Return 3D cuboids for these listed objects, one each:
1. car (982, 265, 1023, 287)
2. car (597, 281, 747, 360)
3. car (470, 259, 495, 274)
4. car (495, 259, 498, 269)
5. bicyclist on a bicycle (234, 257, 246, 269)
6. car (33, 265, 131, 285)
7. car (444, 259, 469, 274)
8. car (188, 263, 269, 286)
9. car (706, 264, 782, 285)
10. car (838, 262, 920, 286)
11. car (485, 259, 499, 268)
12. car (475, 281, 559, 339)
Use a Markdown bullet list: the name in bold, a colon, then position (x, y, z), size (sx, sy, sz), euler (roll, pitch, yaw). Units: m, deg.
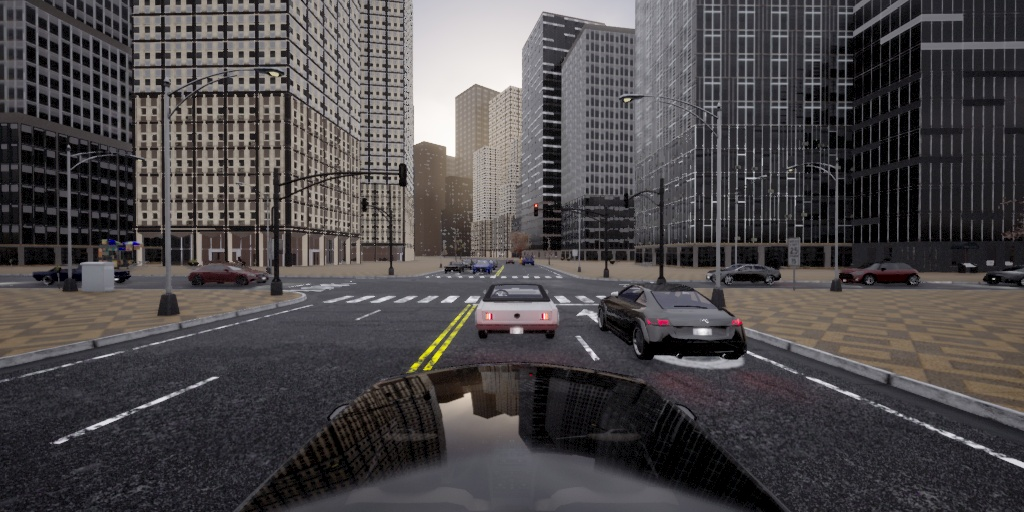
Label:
- **car**: position (37.101, 1.407, 25.749), size (4.892, 1.490, 1.837), euler (0, 0, 1)
- **car**: position (3.364, 1.312, 8.361), size (1.994, 1.385, 4.181), euler (0, 0, 0)
- **car**: position (-3.296, 1.199, 40.688), size (1.882, 1.535, 5.008), euler (0, 0, 0)
- **car**: position (-3.282, 1.230, 50.032), size (1.812, 1.442, 4.674), euler (0, 0, 0)
- **bicyclist on a bicycle**: position (-24.665, 0.872, 32.554), size (0.582, 1.620, 1.656), euler (0, 1, 1)
- **car**: position (-28.517, 1.227, 23.924), size (4.718, 1.301, 1.895), euler (0, 0, 1)
- **car**: position (-6.547, 1.321, 41.361), size (1.895, 1.301, 4.718), euler (0, 0, 0)
- **car**: position (-18.671, 1.198, 23.666), size (4.674, 1.442, 1.812), euler (0, 1, 1)
- **car**: position (16.849, 1.302, 26.211), size (4.902, 1.511, 2.128), euler (0, 0, 1)
- **car**: position (26.375, 1.205, 25.994), size (4.553, 1.767, 2.097), euler (0, 0, 1)
- **car**: position (-3.271, 1.231, 60.410), size (2.033, 1.411, 5.357), euler (0, 0, 0)
- **car**: position (0.111, 1.348, 10.078), size (1.895, 1.301, 4.718), euler (0, 0, 0)
